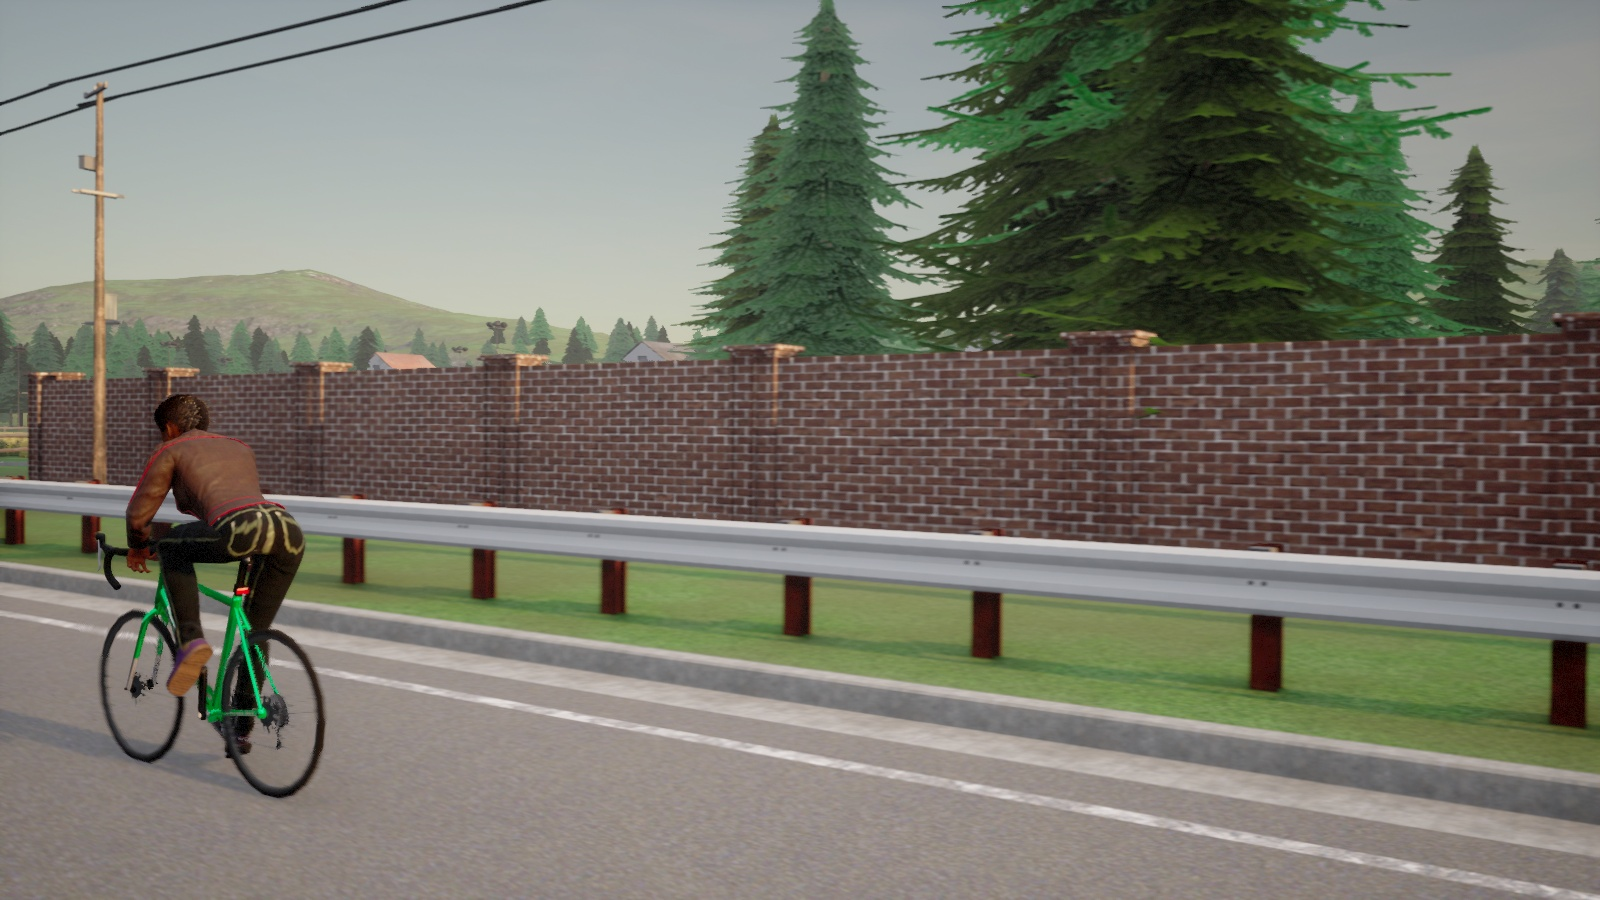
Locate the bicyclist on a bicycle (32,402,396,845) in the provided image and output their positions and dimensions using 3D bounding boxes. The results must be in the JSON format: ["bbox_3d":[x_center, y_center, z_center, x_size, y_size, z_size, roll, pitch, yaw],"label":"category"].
[{"bbox_3d":[-2.496,0.635,5.281,1.656,1.620,0.582,0,1,34],"label":"bicyclist on a bicycle"}]
